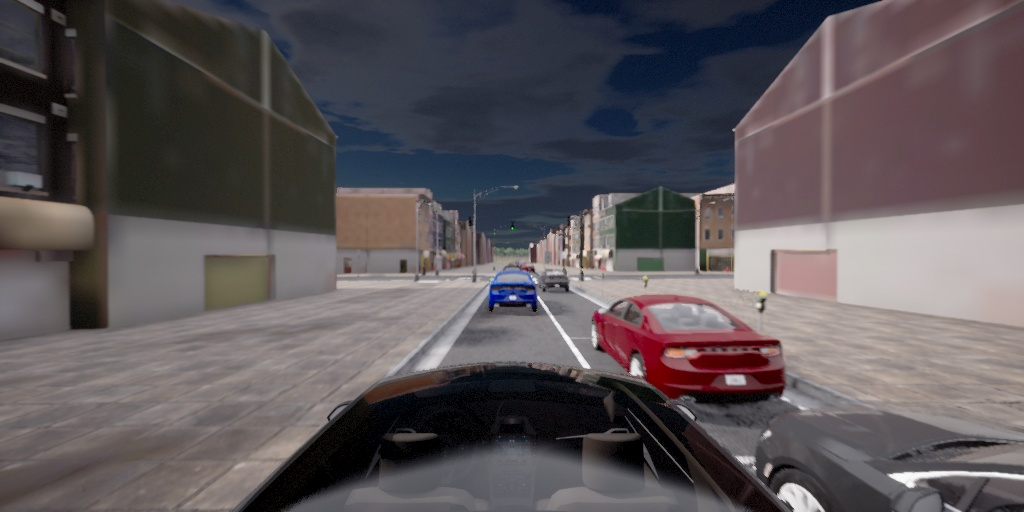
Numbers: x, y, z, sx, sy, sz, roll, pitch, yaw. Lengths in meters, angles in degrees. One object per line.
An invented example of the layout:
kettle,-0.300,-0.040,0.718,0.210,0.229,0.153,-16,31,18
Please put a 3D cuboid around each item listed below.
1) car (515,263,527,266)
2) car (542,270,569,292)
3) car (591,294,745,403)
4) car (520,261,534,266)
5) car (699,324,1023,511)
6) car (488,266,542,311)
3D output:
car,0.045,1.524,28.700,1.837,1.490,4.892,0,-1,1
car,2.632,1.512,23.071,2.007,1.370,4.403,0,0,0
car,2.636,1.341,6.435,1.888,1.381,4.507,0,0,0
car,2.622,1.844,55.514,1.888,1.381,4.507,0,0,0
car,2.638,1.293,0.889,2.007,1.370,4.403,0,0,0
car,0.051,1.361,15.293,1.882,1.535,5.008,0,0,0
